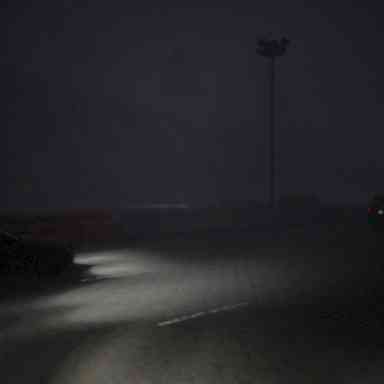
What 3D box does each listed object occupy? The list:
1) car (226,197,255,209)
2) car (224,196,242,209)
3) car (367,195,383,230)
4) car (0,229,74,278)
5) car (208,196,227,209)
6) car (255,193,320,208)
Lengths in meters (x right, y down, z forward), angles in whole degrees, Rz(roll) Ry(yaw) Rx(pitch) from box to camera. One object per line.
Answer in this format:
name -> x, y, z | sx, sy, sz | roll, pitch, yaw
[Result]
car -> 5.821, 1.480, 31.530 | 4.181, 1.385, 1.994 | 0, 0, -26
car -> 6.043, 1.469, 35.532 | 4.181, 1.385, 1.994 | 0, 0, -26
car -> 12.510, 1.174, 19.048 | 5.566, 2.045, 2.150 | 0, 0, -27
car -> -5.437, 1.500, 8.363 | 4.674, 1.442, 1.812 | 0, 0, -35
car -> 4.073, 1.248, 38.459 | 4.553, 1.767, 2.097 | 0, 0, -26
car -> 8.688, 1.145, 29.078 | 5.566, 2.045, 2.150 | 0, 0, -26
